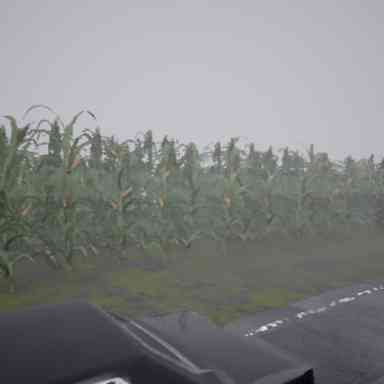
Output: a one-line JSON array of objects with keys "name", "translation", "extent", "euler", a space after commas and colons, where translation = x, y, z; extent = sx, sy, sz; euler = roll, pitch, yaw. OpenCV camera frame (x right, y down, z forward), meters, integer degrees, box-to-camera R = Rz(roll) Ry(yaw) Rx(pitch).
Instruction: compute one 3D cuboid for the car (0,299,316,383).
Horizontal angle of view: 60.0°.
[{"name": "car", "translation": [-1.404, 1.601, 2.056], "extent": [4.718, 1.301, 1.895], "euler": [0, 0, -35]}]
